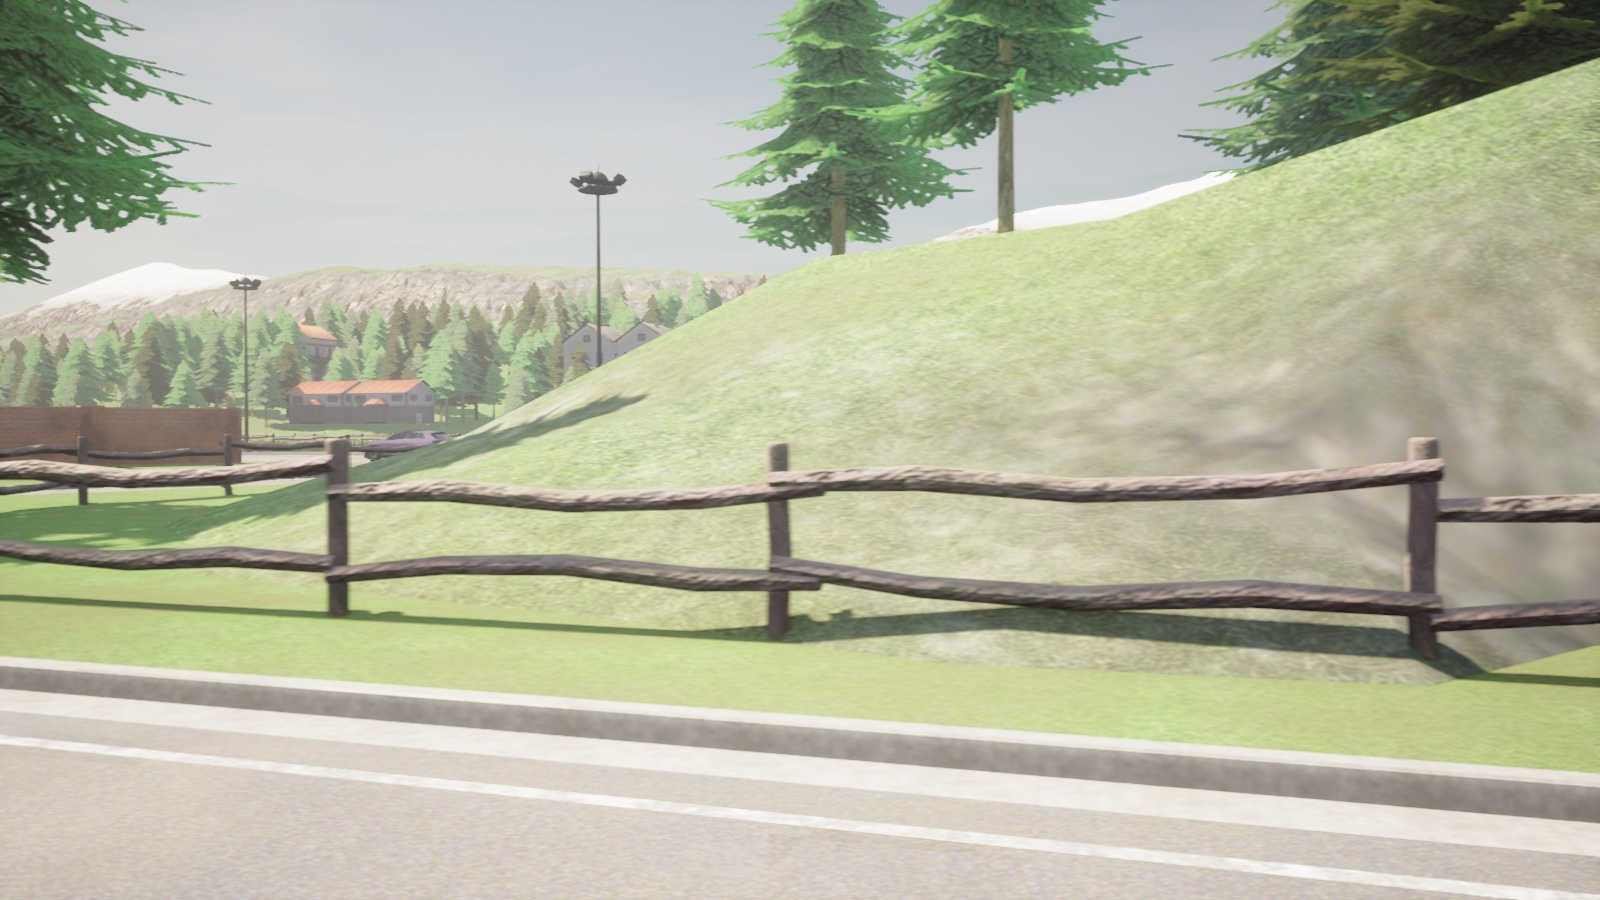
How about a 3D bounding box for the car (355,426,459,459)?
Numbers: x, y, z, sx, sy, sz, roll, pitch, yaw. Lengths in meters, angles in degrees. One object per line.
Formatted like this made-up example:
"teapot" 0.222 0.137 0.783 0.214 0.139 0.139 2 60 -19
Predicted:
"car" -20.370 -0.386 65.074 4.856 1.649 2.033 1 1 19
